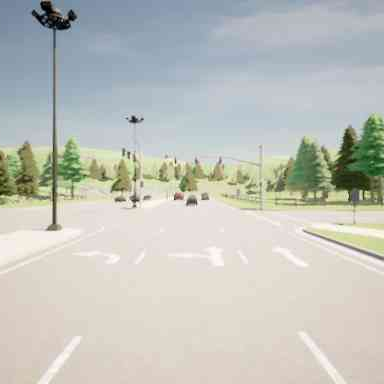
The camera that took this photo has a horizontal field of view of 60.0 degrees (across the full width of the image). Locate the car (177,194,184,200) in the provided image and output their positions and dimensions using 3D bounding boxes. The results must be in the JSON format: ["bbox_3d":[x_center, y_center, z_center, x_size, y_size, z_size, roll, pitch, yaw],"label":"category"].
[{"bbox_3d":[-3.249,1.342,95.434,1.882,1.535,5.008,0,0,2],"label":"car"}]

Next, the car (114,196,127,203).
[{"bbox_3d":[-15.006,1.497,69.686,1.994,1.385,4.181,0,0,0],"label":"car"}]

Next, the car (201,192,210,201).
[{"bbox_3d":[3.529,1.468,84.656,2.033,1.411,5.357,0,0,1],"label":"car"}]

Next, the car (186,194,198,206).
[{"bbox_3d":[-0.005,1.460,54.052,1.837,1.490,4.892,0,0,0],"label":"car"}]

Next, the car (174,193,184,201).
[{"bbox_3d":[-3.471,1.152,84.688,2.150,2.045,5.566,0,0,1],"label":"car"}]

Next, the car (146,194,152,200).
[{"bbox_3d":[-11.460,1.419,85.927,1.837,1.490,4.892,0,0,1],"label":"car"}]

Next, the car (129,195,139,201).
[{"bbox_3d":[-14.957,1.460,86.132,1.994,1.385,4.181,0,0,1],"label":"car"}]

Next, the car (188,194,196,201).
[{"bbox_3d":[0.033,1.406,85.072,1.882,1.535,5.008,0,0,1],"label":"car"}]

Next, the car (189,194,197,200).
[{"bbox_3d":[0.250,1.389,95.342,2.128,1.511,4.902,0,0,2],"label":"car"}]

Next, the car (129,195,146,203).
[{"bbox_3d":[-11.506,1.485,69.351,2.033,1.411,5.357,0,0,0],"label":"car"}]

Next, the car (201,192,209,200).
[{"bbox_3d":[3.750,1.089,95.280,2.150,2.045,5.566,0,0,2],"label":"car"}]
